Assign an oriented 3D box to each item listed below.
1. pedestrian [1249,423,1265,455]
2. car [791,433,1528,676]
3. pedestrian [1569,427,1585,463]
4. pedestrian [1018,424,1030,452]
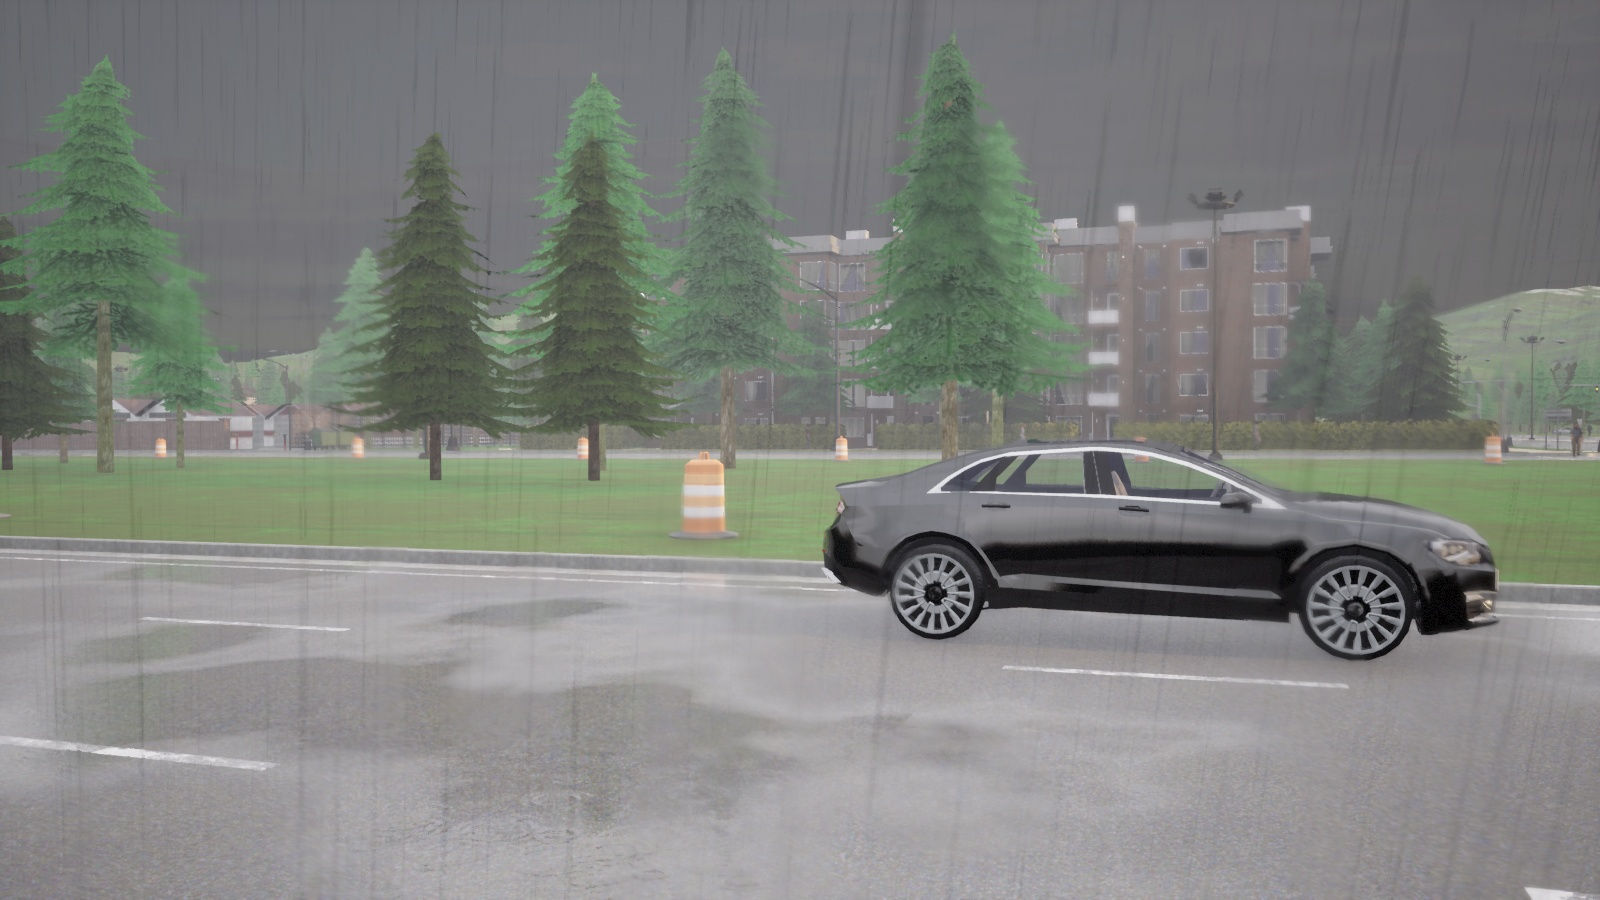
[{"bbox_3d":[28.230,-0.681,77.567,0.873,1.952,0.659,1,1,19],"label":"pedestrian"},{"bbox_3d":[2.596,0.637,9.704,4.902,1.511,2.128,1,1,19],"label":"car"},{"bbox_3d":[40.195,-0.272,64.964,0.540,1.848,0.694,1,1,22],"label":"pedestrian"},{"bbox_3d":[14.643,-0.804,82.092,0.706,1.836,0.354,1,1,18],"label":"pedestrian"}]
